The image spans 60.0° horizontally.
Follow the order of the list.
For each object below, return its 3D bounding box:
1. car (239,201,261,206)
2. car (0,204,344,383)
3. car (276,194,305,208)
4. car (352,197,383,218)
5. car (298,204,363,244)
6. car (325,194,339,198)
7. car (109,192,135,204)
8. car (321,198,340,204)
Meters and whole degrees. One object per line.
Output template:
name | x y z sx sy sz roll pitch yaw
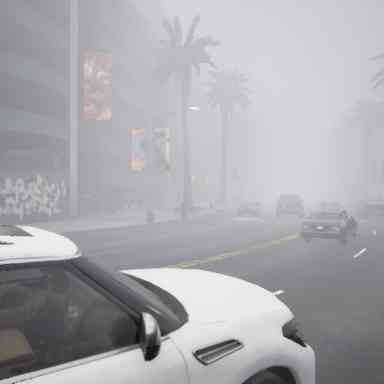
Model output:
car | 5.420 1.545 30.835 1.994 1.385 4.181 0 0 17
car | -1.548 1.221 2.182 5.566 2.045 2.150 0 0 -36
car | 8.864 1.189 30.100 2.150 2.045 5.566 0 0 16
car | 16.075 1.466 29.821 1.882 1.535 5.008 0 0 16
car | 6.704 1.540 16.034 2.033 1.411 5.357 0 0 32
car | 32.877 1.318 77.300 2.185 1.767 4.553 0 0 16
car | -10.836 0.982 51.444 2.435 2.045 5.566 0 0 16
car | 12.571 1.533 30.315 2.033 1.411 5.357 0 0 16
